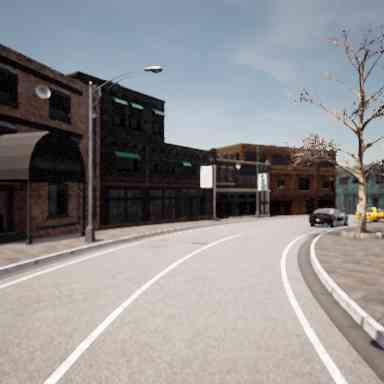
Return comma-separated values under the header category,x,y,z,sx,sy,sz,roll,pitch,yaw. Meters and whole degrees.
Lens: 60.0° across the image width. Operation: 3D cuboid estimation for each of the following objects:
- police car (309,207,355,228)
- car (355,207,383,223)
category,x,y,z,sx,sy,sz,roll,pitch,yaw
police car,11.678,2.067,28.159,1.930,1.638,5.238,0,-1,43
car,18.831,2.314,34.266,5.366,1.575,1.801,2,-1,-34
